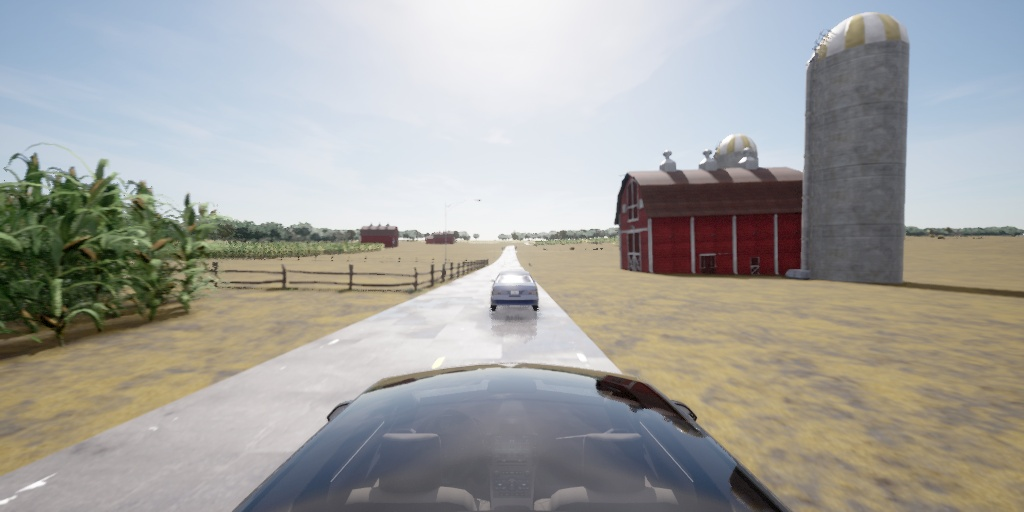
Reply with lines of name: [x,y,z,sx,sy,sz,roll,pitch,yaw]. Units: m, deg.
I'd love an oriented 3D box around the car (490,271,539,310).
car: [0.092,1.306,14.808,2.033,1.411,5.357,0,0,0]
